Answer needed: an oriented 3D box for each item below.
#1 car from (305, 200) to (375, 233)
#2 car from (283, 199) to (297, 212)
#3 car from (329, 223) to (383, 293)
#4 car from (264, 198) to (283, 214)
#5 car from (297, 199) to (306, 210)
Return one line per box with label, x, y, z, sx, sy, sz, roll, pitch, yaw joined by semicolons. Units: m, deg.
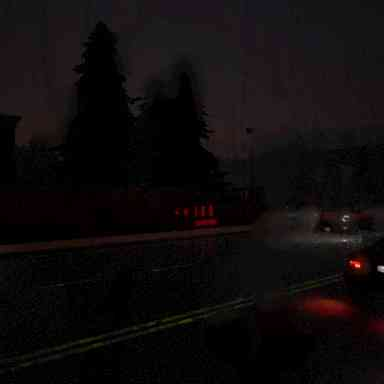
car;8.566;1.352;18.744;2.097;1.767;4.553;0;0;45
car;9.060;1.491;38.287;2.128;1.511;4.902;0;0;-35
car;5.770;1.547;7.888;5.357;1.411;2.033;0;0;-35
car;6.809;1.478;35.406;1.882;1.535;5.008;0;1;-35
car;12.744;1.547;39.139;2.033;1.411;5.357;0;0;-35
